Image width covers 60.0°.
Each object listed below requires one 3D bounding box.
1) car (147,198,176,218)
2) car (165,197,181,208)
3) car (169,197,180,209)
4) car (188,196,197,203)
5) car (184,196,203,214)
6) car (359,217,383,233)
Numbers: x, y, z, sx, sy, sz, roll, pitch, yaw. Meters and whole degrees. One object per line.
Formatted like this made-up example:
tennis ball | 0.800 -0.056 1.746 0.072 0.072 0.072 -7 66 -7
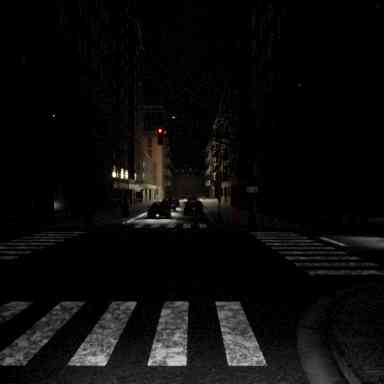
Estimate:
car | -2.840 1.541 30.166 2.033 1.411 5.357 0 0 0
car | -2.835 1.474 50.189 2.128 1.511 4.902 0 0 0
car | -2.835 1.481 39.988 2.128 1.511 4.902 0 0 0
car | 0.112 1.490 69.958 1.812 1.442 4.674 0 0 0
car | 0.139 1.469 35.280 1.882 1.535 5.008 0 0 0
car | 11.637 1.554 17.861 4.829 1.417 1.752 0 0 0
